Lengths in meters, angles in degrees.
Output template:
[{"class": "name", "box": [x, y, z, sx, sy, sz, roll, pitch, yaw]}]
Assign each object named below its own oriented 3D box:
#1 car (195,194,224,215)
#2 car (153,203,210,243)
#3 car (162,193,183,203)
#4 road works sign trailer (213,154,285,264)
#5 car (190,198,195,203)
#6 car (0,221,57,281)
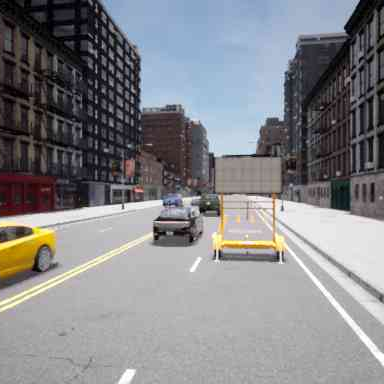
[{"class": "car", "box": [1.965, 1.221, 33.767, 2.150, 2.045, 5.566, 0, 0, 8]}, {"class": "car", "box": [-0.564, 1.491, 16.240, 2.128, 1.511, 4.902, 0, 0, 8]}, {"class": "car", "box": [-2.738, 1.227, 48.057, 2.150, 2.045, 5.566, 0, 0, 8]}, {"class": "road works sign trailer", "box": [2.000, 0.464, 11.960, 2.380, 3.560, 2.880, 0, 0, 8]}, {"class": "car", "box": [0.930, 1.571, 50.688, 1.994, 1.385, 4.181, 0, 0, 8]}, {"class": "car", "box": [-5.243, 1.477, 7.983, 1.882, 1.535, 5.008, 0, 0, 8]}]
